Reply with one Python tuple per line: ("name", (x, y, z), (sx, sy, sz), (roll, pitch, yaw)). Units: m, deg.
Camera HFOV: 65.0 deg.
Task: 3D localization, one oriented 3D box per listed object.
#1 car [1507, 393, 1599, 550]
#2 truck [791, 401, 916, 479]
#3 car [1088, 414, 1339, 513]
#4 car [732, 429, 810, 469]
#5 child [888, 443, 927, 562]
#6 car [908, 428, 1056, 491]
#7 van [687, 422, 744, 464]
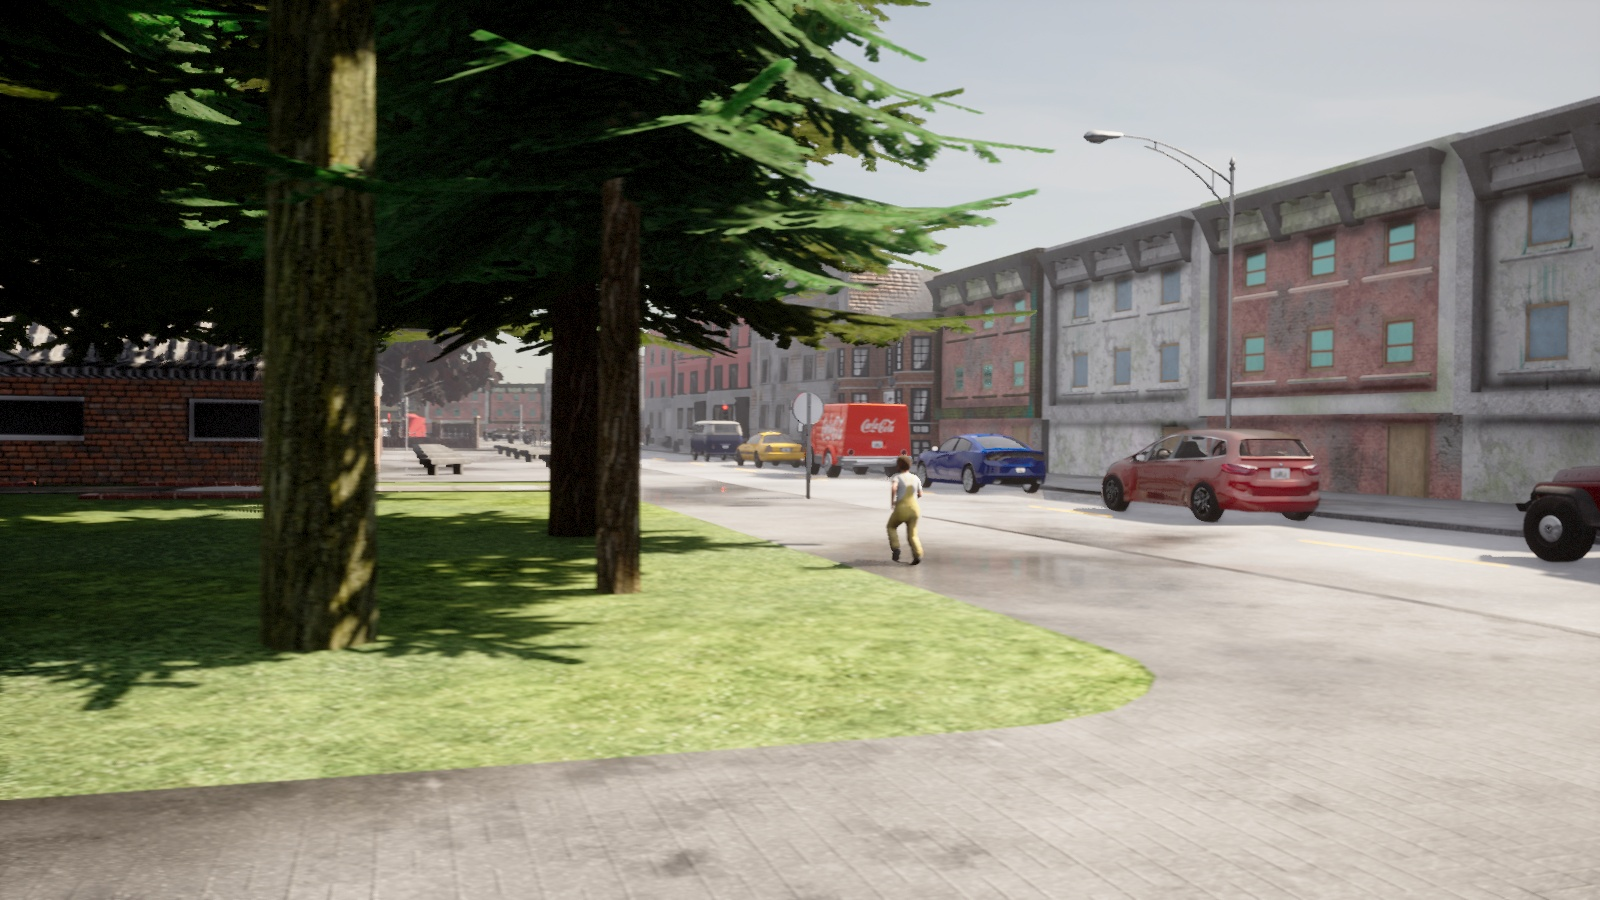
("car", (10.637, 0.248, 14.694), (1.905, 1.878, 3.866), (-1, 1, -17))
("truck", (1.718, -0.375, 42.855), (2.627, 2.467, 5.204), (-1, 1, -18))
("car", (7.705, 0.185, 23.953), (2.242, 1.667, 4.611), (-1, 1, -18))
("car", (-1.286, -0.065, 52.367), (1.801, 1.575, 5.366), (-1, 1, -18))
("child", (1.173, 0.561, 13.714), (0.270, 1.263, 0.437), (-1, 1, -17))
("car", (4.715, 0.203, 33.401), (1.882, 1.535, 5.008), (-1, 1, -17))
("van", (-4.184, -0.362, 61.460), (1.775, 1.987, 4.442), (-1, 1, -18))
